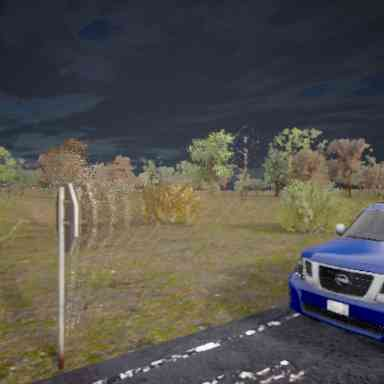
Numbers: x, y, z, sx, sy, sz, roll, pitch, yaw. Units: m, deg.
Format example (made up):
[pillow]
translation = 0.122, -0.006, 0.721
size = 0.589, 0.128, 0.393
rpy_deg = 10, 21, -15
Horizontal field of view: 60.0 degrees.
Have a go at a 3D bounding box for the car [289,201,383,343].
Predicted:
[car]
translation = 4.204, 1.181, 6.063
size = 5.566, 2.045, 2.150
rpy_deg = 0, 0, -35
